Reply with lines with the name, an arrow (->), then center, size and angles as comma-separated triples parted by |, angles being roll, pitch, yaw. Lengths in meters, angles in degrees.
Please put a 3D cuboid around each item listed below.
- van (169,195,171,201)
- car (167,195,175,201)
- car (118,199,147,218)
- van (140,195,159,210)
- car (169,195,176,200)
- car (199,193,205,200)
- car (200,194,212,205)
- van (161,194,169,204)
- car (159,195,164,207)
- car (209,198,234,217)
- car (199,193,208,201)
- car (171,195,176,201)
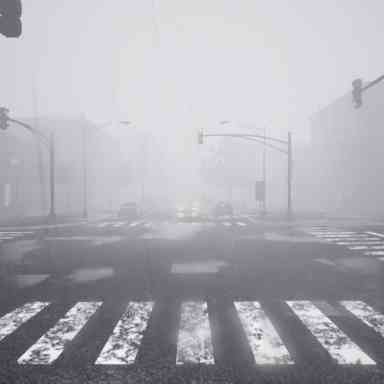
van -> -5.442, 1.328, 63.693 | 1.690, 1.788, 3.998 | 0, 0, 0
car -> -5.352, 1.526, 85.879 | 1.887, 1.381, 4.507 | 0, 0, 0
car -> -5.572, 1.577, 30.416 | 1.802, 1.307, 4.206 | 0, 0, 0
van -> -5.530, 1.333, 41.508 | 1.690, 1.788, 3.998 | 0, 0, 0
car -> -5.331, 1.562, 91.424 | 1.802, 1.307, 4.206 | 0, 0, 0
car -> 2.984, 1.550, 74.752 | 1.947, 1.339, 4.313 | -1, 0, 0
car -> 2.918, 1.539, 58.114 | 2.008, 1.369, 4.403 | -1, 0, 0
van -> -5.465, 1.329, 58.147 | 1.690, 1.788, 3.998 | 0, 0, 0
car -> -5.507, 1.536, 47.055 | 1.887, 1.381, 4.507 | 0, 0, 0
car -> 2.808, 1.520, 30.552 | 1.752, 1.417, 4.829 | -1, 0, 0
car -> 3.026, 1.296, 85.845 | 2.192, 1.841, 5.009 | -1, 0, 0
car -> -5.375, 1.549, 80.332 | 1.947, 1.339, 4.313 | 0, 0, 0
